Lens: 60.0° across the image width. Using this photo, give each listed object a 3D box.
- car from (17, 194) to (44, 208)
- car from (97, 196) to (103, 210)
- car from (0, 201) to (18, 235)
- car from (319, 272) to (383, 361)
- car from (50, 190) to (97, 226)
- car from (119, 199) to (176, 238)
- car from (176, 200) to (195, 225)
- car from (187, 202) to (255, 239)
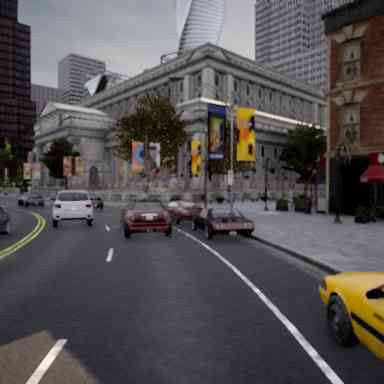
[{"bbox_3d":[-17.621,0.927,36.191,2.128,1.511,4.902,-1,1,-40],"label":"car"},{"bbox_3d":[-10.196,0.996,32.408,2.128,1.511,4.902,0,1,-35],"label":"car"},{"bbox_3d":[-9.014,1.284,13.914,1.837,1.490,4.892,0,0,-16],"label":"car"},{"bbox_3d":[2.984,1.413,3.186,1.801,1.575,5.366,0,1,-2],"label":"car"},{"bbox_3d":[-7.498,0.903,20.694,2.150,2.045,5.566,0,1,-22],"label":"car"},{"bbox_3d":[-2.412,1.105,16.425,2.097,1.767,4.553,0,1,-15],"label":"car"},{"bbox_3d":[-0.624,1.206,21.224,2.002,1.452,4.674,0,1,-22],"label":"car"},{"bbox_3d":[1.245,1.364,15.808,1.895,1.301,4.718,0,1,-12],"label":"car"}]
